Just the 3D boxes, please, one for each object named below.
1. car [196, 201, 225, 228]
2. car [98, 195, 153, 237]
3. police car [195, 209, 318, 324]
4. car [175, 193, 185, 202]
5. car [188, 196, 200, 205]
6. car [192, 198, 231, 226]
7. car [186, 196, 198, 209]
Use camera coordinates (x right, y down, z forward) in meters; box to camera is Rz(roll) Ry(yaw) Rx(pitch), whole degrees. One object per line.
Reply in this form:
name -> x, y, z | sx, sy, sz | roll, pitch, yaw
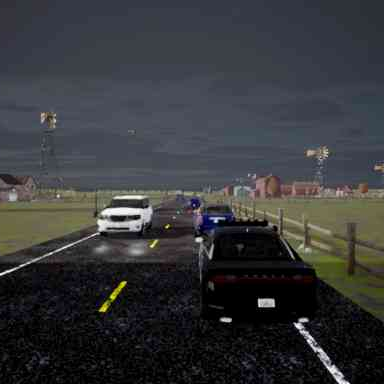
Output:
car -> 1.208, 1.463, 23.547 | 1.801, 1.575, 5.366 | 0, 0, 0
car -> -3.474, 1.225, 18.398 | 2.150, 2.045, 5.566 | 0, 0, 0
police car -> 1.108, 1.425, 7.466 | 1.930, 1.638, 5.238 | 0, 0, 0
car -> -2.975, 1.356, 82.716 | 2.150, 2.045, 5.566 | 0, 0, 0
car -> 0.396, 1.563, 61.975 | 2.128, 1.511, 4.902 | 0, 0, 0
car -> 1.168, 1.354, 17.328 | 2.097, 1.767, 4.553 | 0, 0, 0
car -> 0.337, 1.562, 45.321 | 1.812, 1.442, 4.674 | 0, 0, 1
